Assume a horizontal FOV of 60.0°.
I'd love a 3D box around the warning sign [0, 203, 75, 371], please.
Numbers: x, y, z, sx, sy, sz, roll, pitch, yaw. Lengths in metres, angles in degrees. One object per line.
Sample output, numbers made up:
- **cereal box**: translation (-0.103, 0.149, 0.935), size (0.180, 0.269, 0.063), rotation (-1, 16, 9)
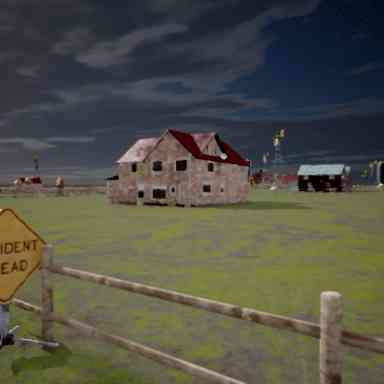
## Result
- **warning sign**: translation (-2.421, 1.096, 4.310), size (1.060, 1.860, 1.300), rotation (1, 0, 35)
